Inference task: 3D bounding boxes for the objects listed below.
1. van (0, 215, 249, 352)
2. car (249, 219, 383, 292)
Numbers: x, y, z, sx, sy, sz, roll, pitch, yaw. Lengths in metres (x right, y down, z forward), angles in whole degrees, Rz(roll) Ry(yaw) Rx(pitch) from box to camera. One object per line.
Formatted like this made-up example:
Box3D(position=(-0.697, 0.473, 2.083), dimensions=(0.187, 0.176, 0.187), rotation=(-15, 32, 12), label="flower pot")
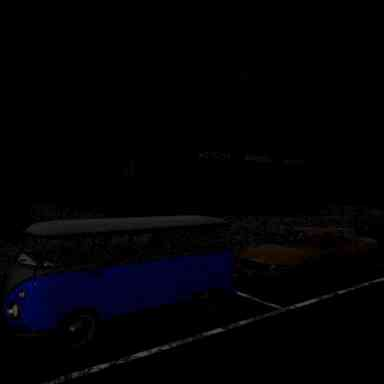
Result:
Box3D(position=(-1.079, 1.341, 5.877), dimensions=(3.998, 1.788, 1.690), rotation=(0, 0, -35), label="van")
Box3D(position=(3.216, 1.526, 8.927), dimensions=(4.829, 1.417, 1.752), rotation=(0, 0, -35), label="car")
